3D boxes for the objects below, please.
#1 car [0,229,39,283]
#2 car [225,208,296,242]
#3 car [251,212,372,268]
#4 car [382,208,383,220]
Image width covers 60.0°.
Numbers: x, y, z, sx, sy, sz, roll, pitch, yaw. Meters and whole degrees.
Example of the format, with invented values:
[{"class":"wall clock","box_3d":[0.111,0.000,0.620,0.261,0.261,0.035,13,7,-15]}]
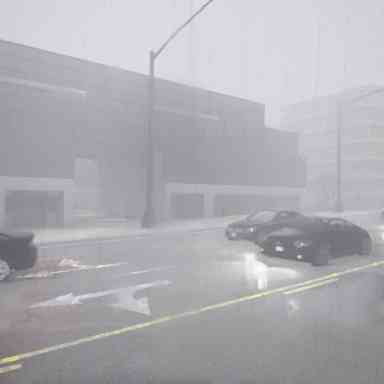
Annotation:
[{"class":"car","box_3d":[-6.441,1.477,7.992,5.008,1.535,1.882,0,0,-36]},{"class":"car","box_3d":[3.628,1.490,15.178,4.674,1.442,1.812,-1,0,-35]},{"class":"car","box_3d":[4.292,1.542,11.355,4.181,1.385,1.994,0,0,-36]},{"class":"car","box_3d":[15.416,1.186,23.574,4.553,1.767,2.097,0,0,-35]}]
